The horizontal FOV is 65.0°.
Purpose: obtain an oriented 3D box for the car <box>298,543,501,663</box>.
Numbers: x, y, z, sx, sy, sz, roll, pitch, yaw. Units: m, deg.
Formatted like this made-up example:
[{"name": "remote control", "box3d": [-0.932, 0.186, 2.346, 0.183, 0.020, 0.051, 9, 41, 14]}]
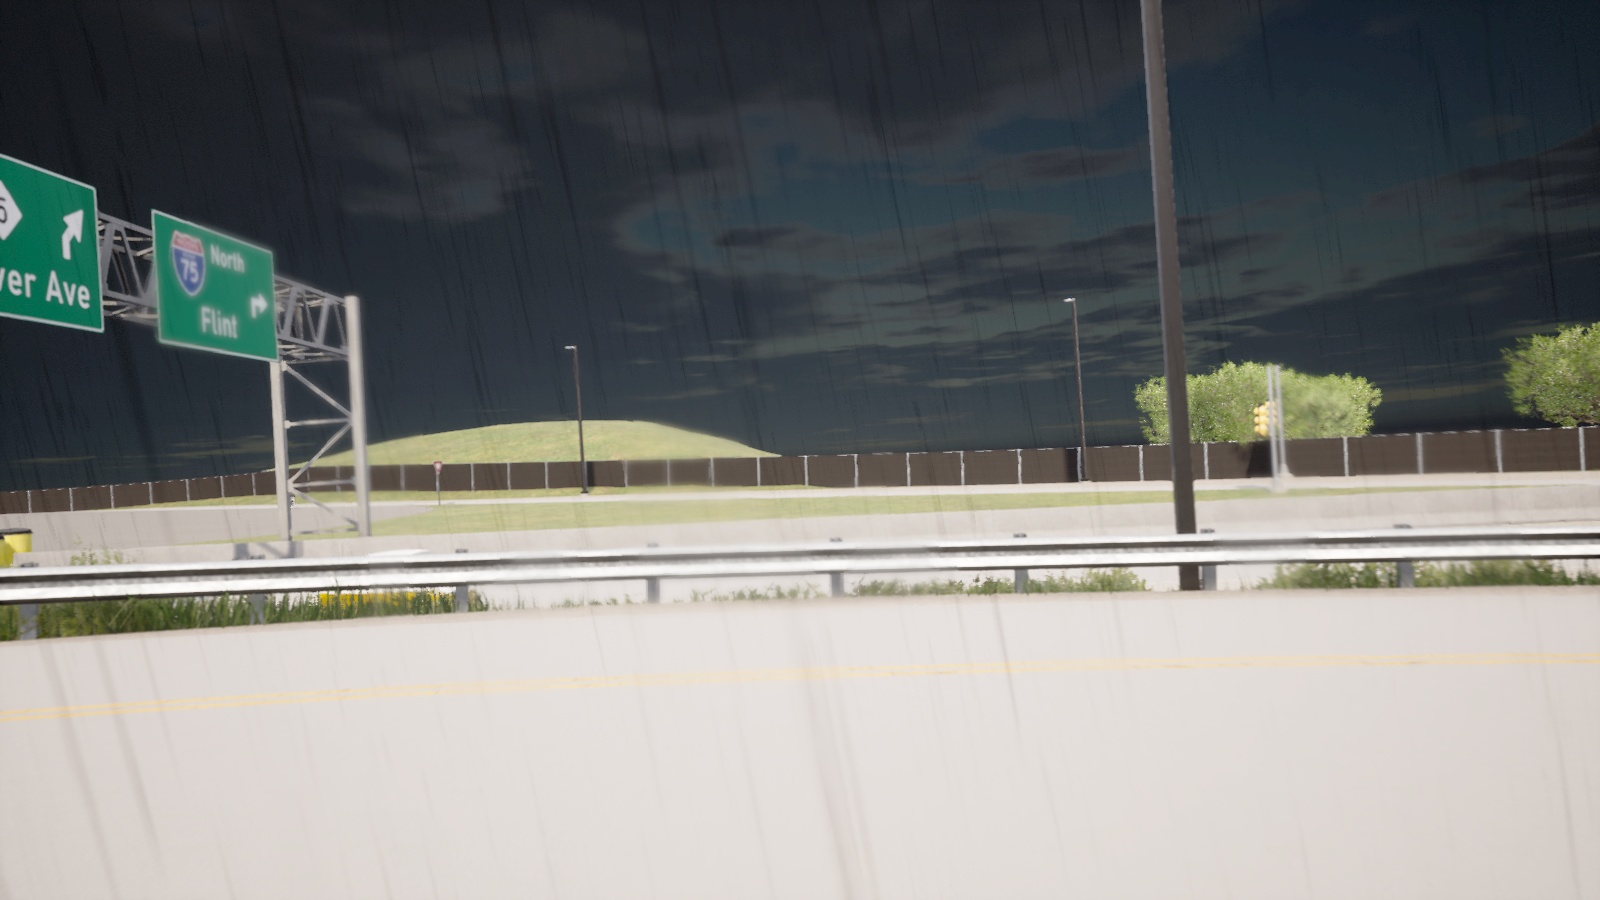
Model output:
[{"name": "car", "box3d": [-5.385, 2.048, 17.058, 2.207, 1.376, 1.481, -3, -1, 2]}]
